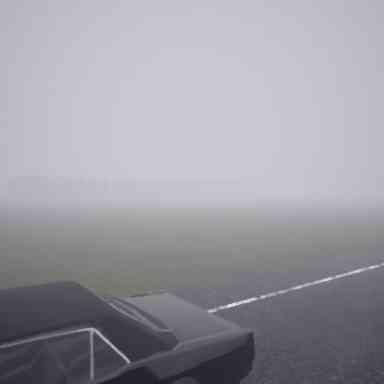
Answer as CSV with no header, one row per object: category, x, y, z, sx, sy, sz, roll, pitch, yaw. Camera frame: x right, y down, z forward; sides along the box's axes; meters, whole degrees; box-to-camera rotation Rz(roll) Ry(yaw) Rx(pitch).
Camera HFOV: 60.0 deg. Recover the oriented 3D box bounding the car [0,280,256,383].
car,-1.757,1.602,2.744,4.718,1.301,1.895,0,0,-36
